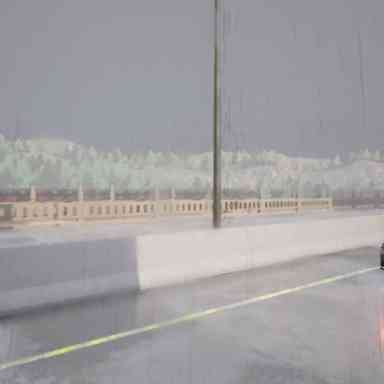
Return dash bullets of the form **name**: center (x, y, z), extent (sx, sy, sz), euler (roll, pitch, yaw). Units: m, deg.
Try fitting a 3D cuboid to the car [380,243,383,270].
- **car**: center (6.801, 1.509, 8.667), extent (4.902, 1.511, 2.128), euler (0, 0, -35)
